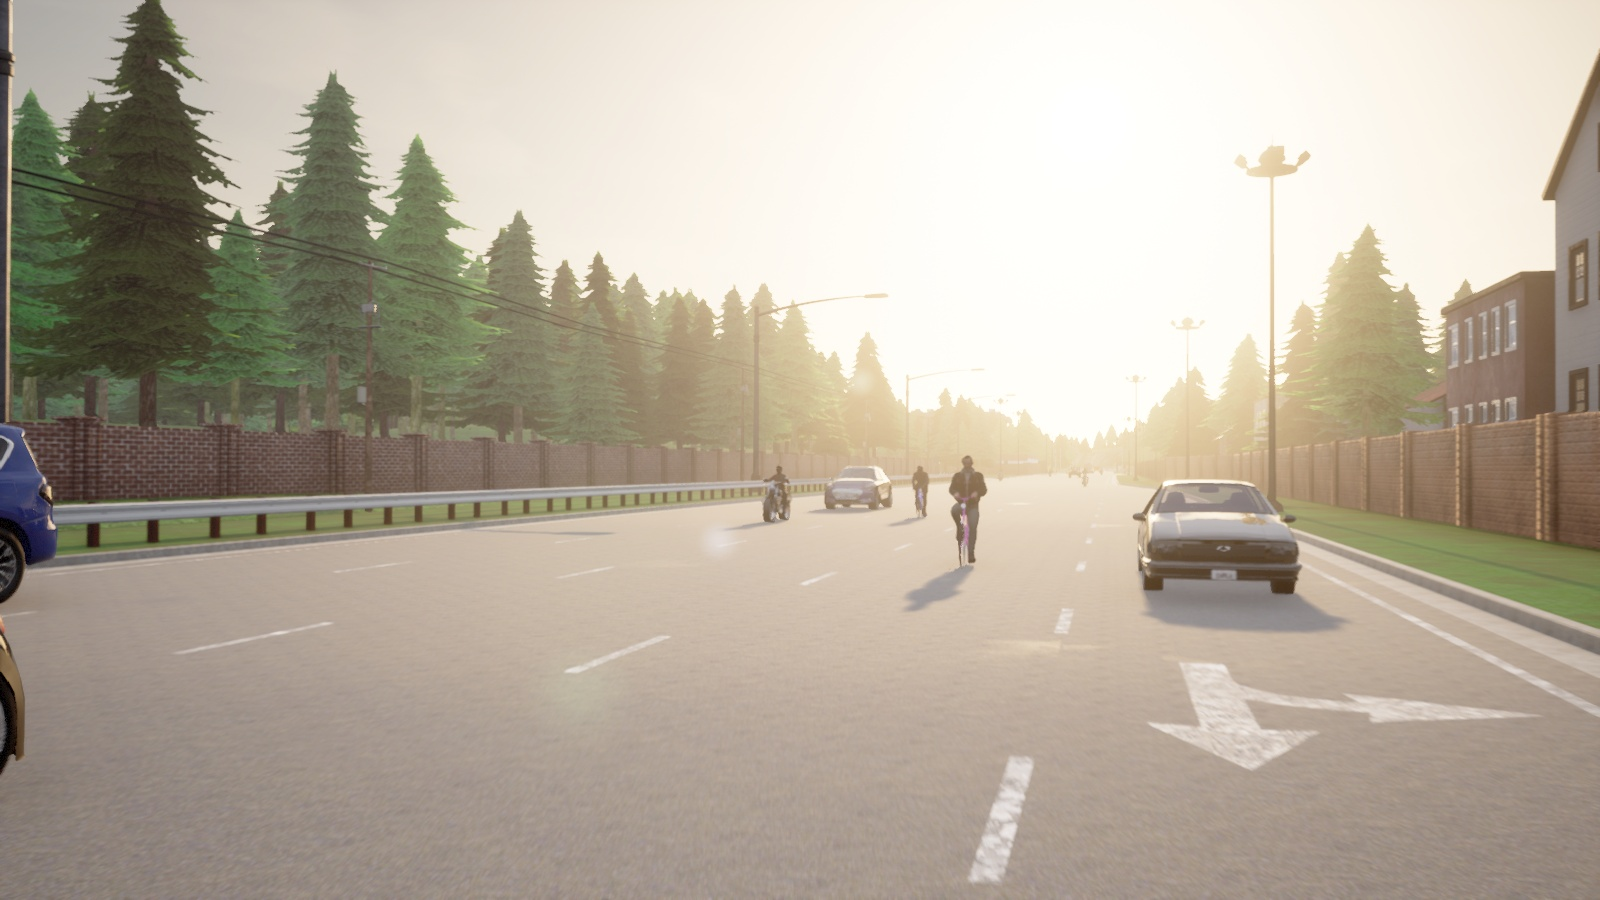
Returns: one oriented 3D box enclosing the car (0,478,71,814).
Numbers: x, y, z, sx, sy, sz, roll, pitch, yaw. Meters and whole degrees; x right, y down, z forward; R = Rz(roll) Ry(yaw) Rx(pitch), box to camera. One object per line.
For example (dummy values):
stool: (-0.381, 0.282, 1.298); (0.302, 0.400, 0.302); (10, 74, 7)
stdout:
car: (-4.843, 0.851, 4.287); (1.970, 1.475, 3.806); (0, -1, 14)

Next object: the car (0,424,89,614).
car: (-10.064, 0.732, 12.310); (2.150, 2.045, 5.566); (0, -1, 14)

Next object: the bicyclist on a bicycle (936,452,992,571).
bicyclist on a bicycle: (2.598, 0.933, 19.741); (0.659, 1.776, 1.843); (0, -1, 14)

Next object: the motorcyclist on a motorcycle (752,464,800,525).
motorcyclist on a motorcycle: (-0.662, 1.238, 35.665); (0.766, 1.649, 2.350); (0, -1, 14)

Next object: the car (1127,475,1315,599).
car: (5.625, 1.066, 17.406); (2.033, 1.411, 5.357); (0, -1, 14)

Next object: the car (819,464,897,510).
car: (2.250, 1.362, 47.400); (2.033, 1.649, 4.856); (0, -1, 14)
